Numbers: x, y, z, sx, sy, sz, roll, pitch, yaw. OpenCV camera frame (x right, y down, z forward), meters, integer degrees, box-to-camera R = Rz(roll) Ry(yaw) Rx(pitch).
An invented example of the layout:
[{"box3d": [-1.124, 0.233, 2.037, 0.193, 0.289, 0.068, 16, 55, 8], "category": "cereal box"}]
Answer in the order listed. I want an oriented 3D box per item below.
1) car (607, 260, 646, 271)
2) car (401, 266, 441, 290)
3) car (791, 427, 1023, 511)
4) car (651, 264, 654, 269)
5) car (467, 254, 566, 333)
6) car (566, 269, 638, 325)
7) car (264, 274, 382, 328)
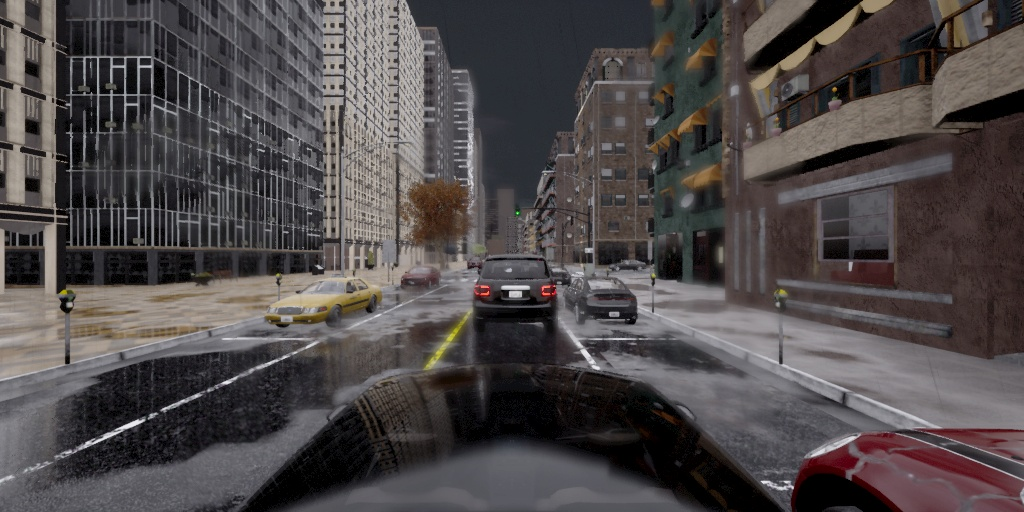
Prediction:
[{"box3d": [13.466, 1.109, 42.098, 4.403, 1.370, 2.007, 0, 0, -1], "category": "car"}, {"box3d": [-5.676, 1.300, 22.698, 1.888, 1.381, 4.507, 0, 0, 0], "category": "car"}, {"box3d": [2.686, 1.190, 0.560, 1.967, 1.591, 4.097, 0, 0, 0], "category": "car"}, {"box3d": [18.863, 1.006, 42.149, 4.829, 1.417, 1.751, 0, 0, -1], "category": "car"}, {"box3d": [0.097, 0.972, 10.903, 2.150, 2.045, 5.566, 0, 0, 0], "category": "car"}, {"box3d": [2.696, 1.301, 11.625, 2.007, 1.370, 4.403, 0, 0, 0], "category": "car"}, {"box3d": [-5.685, 1.276, 11.462, 1.751, 1.417, 4.829, 0, 0, 0], "category": "car"}]
